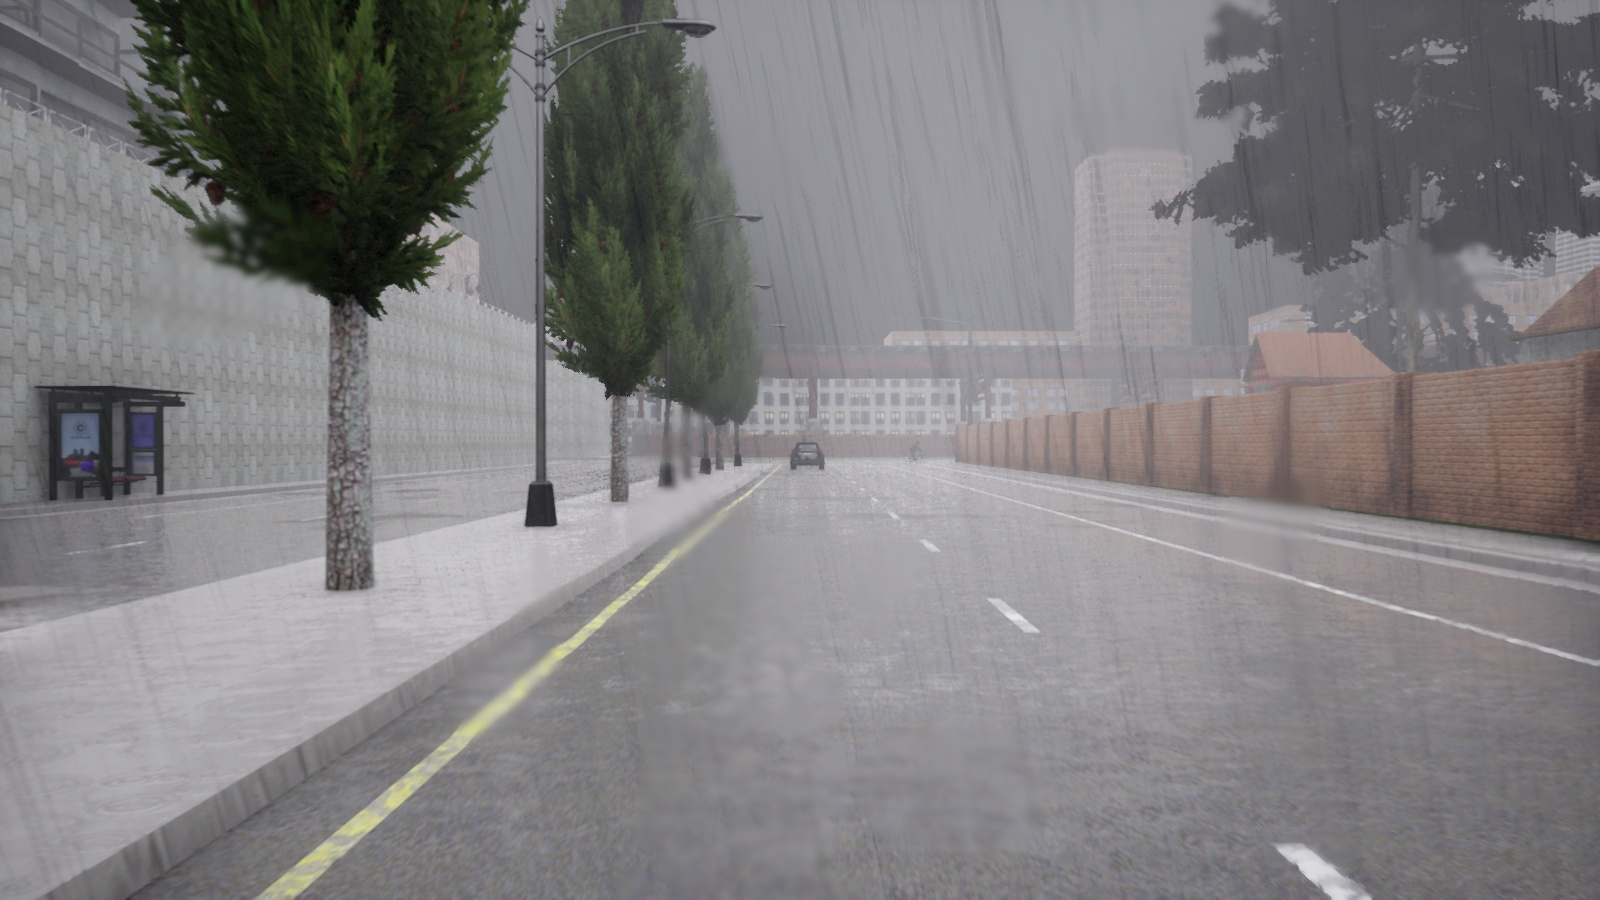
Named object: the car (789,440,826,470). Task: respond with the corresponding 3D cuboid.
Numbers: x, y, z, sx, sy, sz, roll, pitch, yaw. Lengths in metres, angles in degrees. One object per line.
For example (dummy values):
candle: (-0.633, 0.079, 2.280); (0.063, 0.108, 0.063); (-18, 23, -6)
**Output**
car: (0.427, 0.269, 72.420); (2.033, 1.649, 4.856); (0, 0, 0)
